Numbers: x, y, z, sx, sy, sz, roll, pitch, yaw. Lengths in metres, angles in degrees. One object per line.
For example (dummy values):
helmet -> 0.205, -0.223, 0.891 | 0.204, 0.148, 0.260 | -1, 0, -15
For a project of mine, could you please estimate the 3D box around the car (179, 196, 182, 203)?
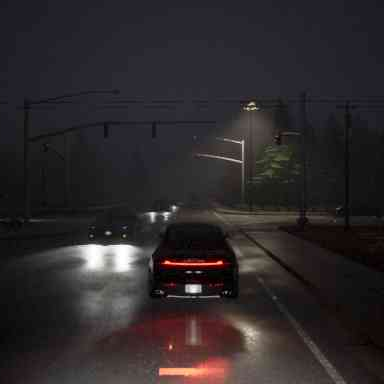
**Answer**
car -> -3.262, 1.465, 71.535 | 1.882, 1.535, 5.008 | 0, 0, 1

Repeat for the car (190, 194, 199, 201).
car -> 0.580, 1.355, 80.886 | 2.097, 1.767, 4.553 | 0, 0, 2

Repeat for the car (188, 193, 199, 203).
car -> 0.306, 1.224, 70.494 | 2.150, 2.045, 5.566 | 0, 0, 2

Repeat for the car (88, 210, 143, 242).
car -> -3.598, 1.564, 16.222 | 1.994, 1.385, 4.181 | 0, 0, 0

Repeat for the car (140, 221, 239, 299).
car -> 0.049, 1.501, 8.461 | 1.837, 1.490, 4.892 | 0, 0, 1

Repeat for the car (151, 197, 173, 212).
car -> -3.595, 1.505, 38.284 | 1.837, 1.490, 4.892 | 0, 0, 0

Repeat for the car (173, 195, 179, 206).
car -> -3.569, 1.600, 55.162 | 1.895, 1.301, 4.718 | 0, 0, 0

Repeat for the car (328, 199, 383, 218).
car -> 14.590, 1.379, 29.596 | 4.553, 1.767, 2.097 | 0, 0, 1
